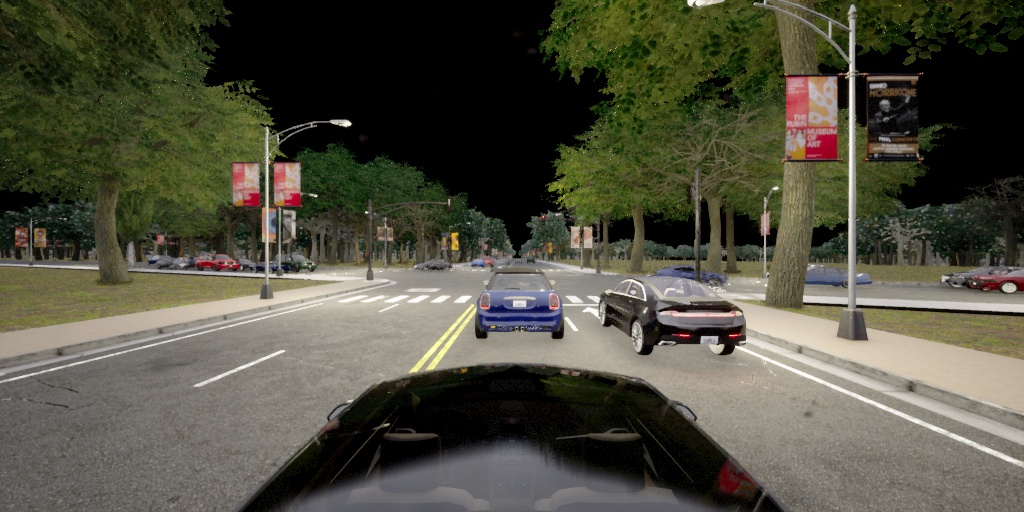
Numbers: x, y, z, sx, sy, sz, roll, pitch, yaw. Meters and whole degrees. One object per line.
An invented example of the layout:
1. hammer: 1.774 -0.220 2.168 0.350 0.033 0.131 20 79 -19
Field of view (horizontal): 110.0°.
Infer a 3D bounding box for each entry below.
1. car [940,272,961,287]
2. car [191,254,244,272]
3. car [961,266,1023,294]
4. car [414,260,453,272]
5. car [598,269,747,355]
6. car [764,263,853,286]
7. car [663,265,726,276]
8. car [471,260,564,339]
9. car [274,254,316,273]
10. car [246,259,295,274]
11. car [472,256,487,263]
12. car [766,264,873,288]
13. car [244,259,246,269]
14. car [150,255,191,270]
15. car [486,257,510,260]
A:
1. car: 31.847 1.432 23.584 4.902 1.511 2.128 0 0 24
2. car: -35.051 0.799 42.636 5.566 2.045 2.150 0 0 24
3. car: 30.324 1.417 20.707 5.008 1.535 1.882 0 0 24
4. car: -9.839 1.228 45.299 4.902 1.511 2.128 1 0 -37
5. car: 3.438 1.242 8.646 2.128 1.511 4.902 0 0 0
6. car: 22.637 1.375 27.695 4.902 1.511 2.128 0 0 26
7. car: 12.411 1.363 25.171 4.674 1.442 1.812 0 0 28
8. car: 0.203 1.102 10.238 2.097 1.767 4.553 0 0 1
9. car: -25.492 0.843 41.927 5.566 2.045 2.150 0 0 24
10. car: -25.989 1.227 38.571 4.718 1.301 1.895 0 0 27
11. car: -5.526 1.238 59.131 1.882 1.535 5.008 0 0 1
12. car: 21.169 1.430 24.826 5.357 1.411 2.033 0 0 21
13. car: -34.650 1.077 46.026 4.892 1.490 1.837 0 0 24
14. car: -44.240 1.022 46.765 4.902 1.511 2.128 0 0 24
15. car: -1.604 1.233 43.437 2.128 1.511 4.902 0 0 -10
